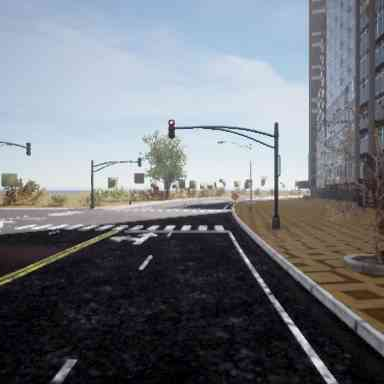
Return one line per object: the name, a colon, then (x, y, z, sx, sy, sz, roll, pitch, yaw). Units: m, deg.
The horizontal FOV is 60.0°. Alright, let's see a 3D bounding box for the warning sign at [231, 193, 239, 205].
warning sign: (7.159, 1.127, 55.296, 1.300, 1.860, 1.060, 0, 0, 9)
